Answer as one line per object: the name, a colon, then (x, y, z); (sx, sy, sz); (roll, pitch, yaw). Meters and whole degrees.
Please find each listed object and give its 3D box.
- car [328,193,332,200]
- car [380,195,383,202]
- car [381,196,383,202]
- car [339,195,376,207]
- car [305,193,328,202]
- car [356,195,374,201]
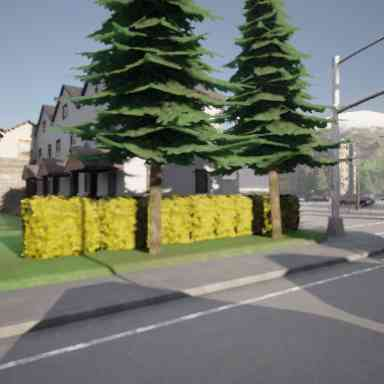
car: (27.611, 1.163, 71.546); (1.932, 1.855, 4.605); (0, 0, -36)
car: (44.685, 1.467, 74.554); (1.970, 1.475, 3.806); (0, 0, -36)
car: (33.271, 1.358, 52.805); (2.007, 1.523, 4.514); (0, 0, -36)
car: (22.756, 1.144, 46.090); (1.932, 1.855, 4.605); (0, 0, -36)
car: (25.496, 1.140, 69.511); (1.905, 1.878, 3.866); (0, 0, -36)
car: (42.757, 1.459, 82.314); (1.845, 1.501, 3.633); (0, 0, -36)
